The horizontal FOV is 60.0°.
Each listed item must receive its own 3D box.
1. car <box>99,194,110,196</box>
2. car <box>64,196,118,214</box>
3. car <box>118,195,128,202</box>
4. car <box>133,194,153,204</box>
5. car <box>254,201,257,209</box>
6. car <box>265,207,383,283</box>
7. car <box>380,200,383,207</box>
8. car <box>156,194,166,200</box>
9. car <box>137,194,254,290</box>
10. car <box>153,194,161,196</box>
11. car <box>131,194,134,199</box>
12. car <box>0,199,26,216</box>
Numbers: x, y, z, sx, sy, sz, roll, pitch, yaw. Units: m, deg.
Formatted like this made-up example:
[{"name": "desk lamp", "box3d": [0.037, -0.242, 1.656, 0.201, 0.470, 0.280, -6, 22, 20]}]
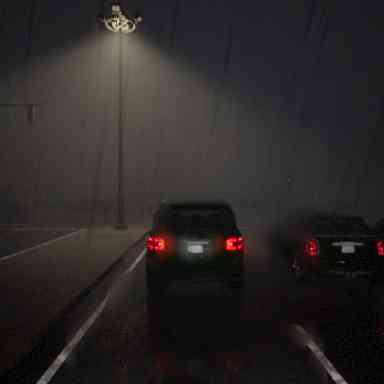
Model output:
[{"name": "car", "box3d": [-15.110, 1.183, 56.604, 2.097, 1.767, 4.553, 0, 0, 0]}, {"name": "car", "box3d": [-10.509, 1.403, 33.869, 4.892, 1.490, 1.837, 0, -1, 7]}, {"name": "car", "box3d": [-15.058, 1.337, 71.912, 1.994, 1.385, 4.181, 0, 0, 0]}, {"name": "car", "box3d": [-8.119, 1.336, 55.803, 1.837, 1.490, 4.892, 0, 1, 0]}, {"name": "car", "box3d": [7.065, 1.435, 42.770, 1.994, 1.385, 4.181, 0, 0, 0]}, {"name": "car", "box3d": [3.571, 1.322, 9.722, 2.097, 1.767, 4.553, 0, 0, 0]}, {"name": "car", "box3d": [7.071, 1.195, 8.847, 2.150, 2.045, 5.566, 0, 0, 0]}, {"name": "car", "box3d": [-8.001, 1.174, 87.594, 2.128, 1.511, 4.902, 0, 0, 1]}, {"name": "car", "box3d": [0.072, 1.194, 9.154, 2.150, 2.045, 5.566, 0, 0, 0]}, {"name": "car", "box3d": [-8.057, 1.382, 71.220, 1.895, 1.301, 4.718, 0, 0, 0]}, {"name": "car", "box3d": [-14.993, 1.207, 88.097, 1.895, 1.301, 4.718, 0, 0, 1]}, {"name": "car", "box3d": [-18.153, 1.385, 30.933, 5.008, 1.535, 1.882, 0, 0, 4]}]
